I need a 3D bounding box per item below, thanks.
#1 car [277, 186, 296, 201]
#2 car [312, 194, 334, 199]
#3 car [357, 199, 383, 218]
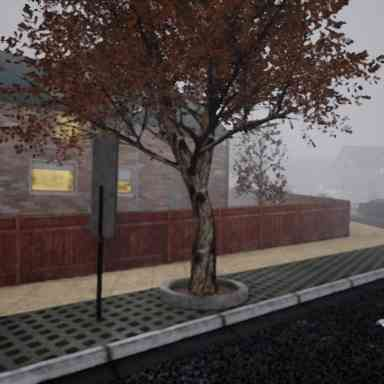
[{"bbox_3d":[11.887,0.440,42.059,1.882,1.535,5.008,1,2,-3],"label":"car"},{"bbox_3d":[12.448,0.855,31.779,1.994,1.385,4.181,1,2,-3],"label":"car"},{"bbox_3d":[12.999,1.165,21.825,2.033,1.411,5.357,1,2,-3],"label":"car"}]
